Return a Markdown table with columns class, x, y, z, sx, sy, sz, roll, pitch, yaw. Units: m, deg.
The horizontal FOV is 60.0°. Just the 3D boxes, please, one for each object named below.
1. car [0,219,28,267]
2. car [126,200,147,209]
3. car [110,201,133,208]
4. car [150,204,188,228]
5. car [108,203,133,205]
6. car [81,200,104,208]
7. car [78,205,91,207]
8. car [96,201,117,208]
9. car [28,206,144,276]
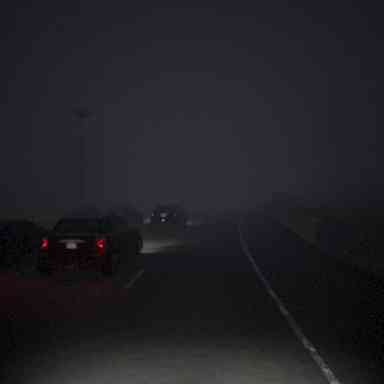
| class | x | y | z | sx | sy | sz | roll | pitch | yaw |
| --- | --- | --- | --- | --- | --- | --- | --- | --- | --- |
| car | -6.543 | 1.685 | 12.006 | 1.812 | 1.442 | 4.674 | 0 | -1 | 4 |
| car | -10.516 | 2.330 | 63.696 | 1.882 | 1.535 | 5.008 | 0 | -1 | 19 |
| car | -13.753 | 2.413 | 65.053 | 2.033 | 1.411 | 5.357 | 0 | -1 | 18 |
| car | -1.649 | 1.690 | 25.094 | 2.097 | 1.767 | 4.553 | 0 | -1 | 9 |
| car | -5.117 | 1.835 | 25.586 | 2.128 | 1.511 | 4.902 | 0 | -1 | 9 |
| car | -20.229 | 2.379 | 67.757 | 1.882 | 1.535 | 5.008 | 0 | -1 | 18 |
| car | -8.410 | 1.840 | 27.175 | 1.882 | 1.535 | 5.008 | 0 | 0 | 9 |
| car | -17.007 | 2.480 | 66.367 | 1.895 | 1.301 | 4.718 | 0 | -1 | 18 |
| car | -3.100 | 1.501 | 11.110 | 2.097 | 1.767 | 4.553 | 0 | -1 | 4 |
